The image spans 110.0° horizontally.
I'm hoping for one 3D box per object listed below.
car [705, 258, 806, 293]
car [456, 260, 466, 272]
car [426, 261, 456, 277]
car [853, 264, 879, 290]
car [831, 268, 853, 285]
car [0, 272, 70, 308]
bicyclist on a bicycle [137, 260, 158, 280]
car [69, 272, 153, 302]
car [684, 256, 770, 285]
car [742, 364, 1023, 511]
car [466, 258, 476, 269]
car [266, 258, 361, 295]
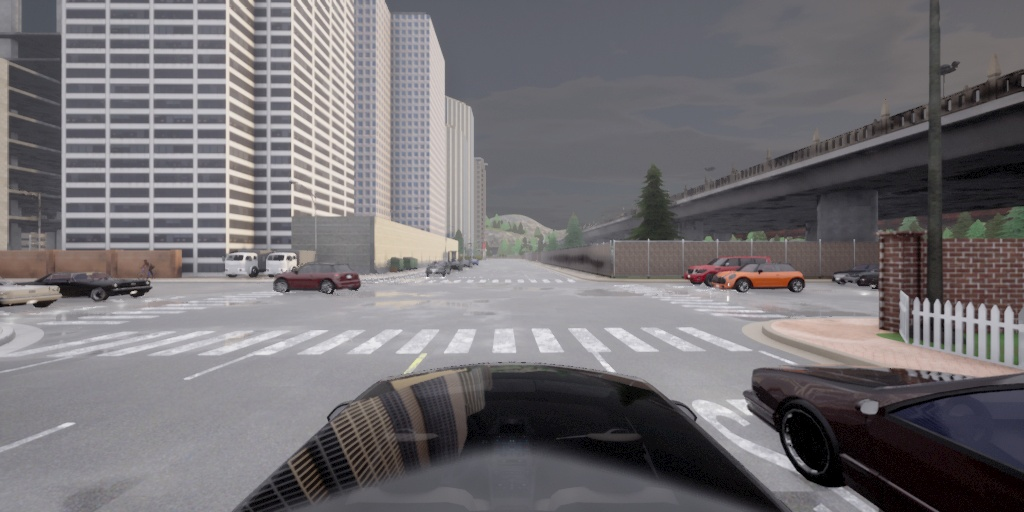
[{"bbox_3d":[14.208,1.162,20.883,4.553,1.767,2.097,0,0,0],"label":"car"},{"bbox_3d":[-7.531,1.361,46.654,1.895,1.301,4.718,0,0,-1],"label":"car"},{"bbox_3d":[-7.431,1.249,36.499,2.128,1.511,4.902,0,0,-1],"label":"car"},{"bbox_3d":[23.728,1.356,20.962,5.357,1.411,2.033,0,0,0],"label":"car"},{"bbox_3d":[24.701,1.302,24.473,4.902,1.511,2.128,0,0,0],"label":"car"},{"bbox_3d":[-20.156,1.409,13.398,4.718,1.301,1.895,0,0,0],"label":"car"},{"bbox_3d":[-29.287,1.112,28.806,0.582,1.620,1.656,0,0,0],"label":"bicyclist on a bicycle"},{"bbox_3d":[-20.057,1.410,16.899,4.718,1.301,1.895,0,0,-1],"label":"car"},{"bbox_3d":[14.789,1.032,24.388,5.566,2.045,2.150,0,0,0],"label":"car"},{"bbox_3d":[3.459,1.297,1.535,2.033,1.411,5.357,0,0,1],"label":"car"},{"bbox_3d":[-7.618,1.310,59.044,2.033,1.411,5.357,0,0,1],"label":"car"},{"bbox_3d":[-10.908,1.158,20.068,4.553,1.767,2.097,0,0,16],"label":"car"}]
